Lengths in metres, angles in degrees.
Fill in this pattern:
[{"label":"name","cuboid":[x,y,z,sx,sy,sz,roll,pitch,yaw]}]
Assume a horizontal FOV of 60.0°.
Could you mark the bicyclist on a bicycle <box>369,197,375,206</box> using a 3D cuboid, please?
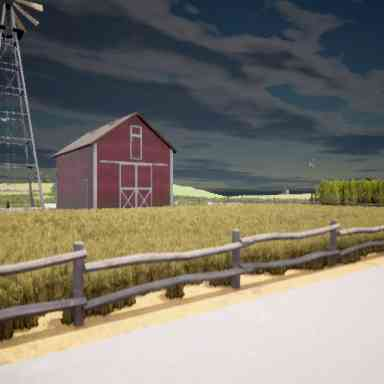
[{"label":"bicyclist on a bicycle","cuboid":[23.115,1.435,42.537,1.656,1.620,0.582,0,0,-35]}]
